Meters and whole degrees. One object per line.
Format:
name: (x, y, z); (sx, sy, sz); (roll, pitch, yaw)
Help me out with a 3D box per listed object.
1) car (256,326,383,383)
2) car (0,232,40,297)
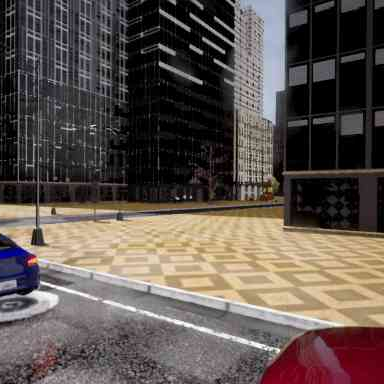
car: (2.405, 1.564, 1.961); (4.181, 1.385, 1.994); (0, 0, 35)
car: (-5.196, 1.523, 7.390); (4.674, 1.442, 1.812); (0, 0, 36)
